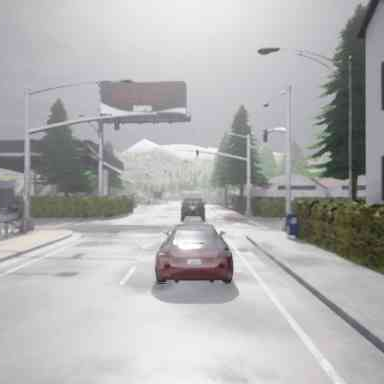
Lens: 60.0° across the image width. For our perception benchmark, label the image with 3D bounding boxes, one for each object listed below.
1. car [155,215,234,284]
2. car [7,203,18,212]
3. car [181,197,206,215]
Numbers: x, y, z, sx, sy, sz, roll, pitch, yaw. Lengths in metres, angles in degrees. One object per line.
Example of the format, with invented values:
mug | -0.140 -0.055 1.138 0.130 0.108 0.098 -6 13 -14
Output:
car | 0.072 1.609 9.777 1.994 1.385 4.181 0 0 1
car | -22.165 1.873 44.580 4.611 1.667 2.242 0 0 0
car | 0.103 1.506 31.274 2.150 2.045 5.566 0 1 1
